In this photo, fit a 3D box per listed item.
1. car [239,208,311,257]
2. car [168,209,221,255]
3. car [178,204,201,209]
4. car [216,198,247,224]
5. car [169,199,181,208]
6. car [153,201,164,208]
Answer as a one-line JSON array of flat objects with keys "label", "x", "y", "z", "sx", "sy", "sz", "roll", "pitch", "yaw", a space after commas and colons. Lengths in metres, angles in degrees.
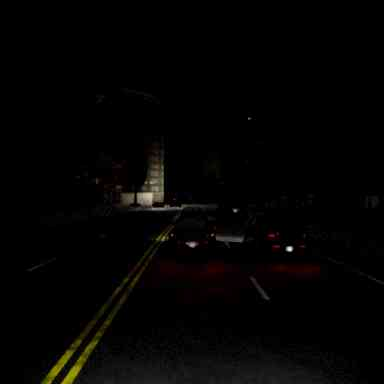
[{"label": "car", "x": 3.276, "y": 1.644, "z": 13.505, "sx": 1.837, "sy": 1.490, "sz": 4.892, "roll": 0, "pitch": 0, "yaw": 1}, {"label": "car", "x": 0.030, "y": 1.666, "z": 13.898, "sx": 1.812, "sy": 1.442, "sz": 4.674, "roll": 0, "pitch": 0, "yaw": 1}, {"label": "car", "x": 0.030, "y": 1.906, "z": 28.252, "sx": 1.895, "sy": 1.301, "sz": 4.718, "roll": 0, "pitch": -1, "yaw": 0}, {"label": "car", "x": 3.272, "y": 1.521, "z": 27.575, "sx": 2.150, "sy": 2.045, "sz": 5.566, "roll": 0, "pitch": 0, "yaw": 0}, {"label": "car", "x": -3.249, "y": 2.190, "z": 64.610, "sx": 2.097, "sy": 1.767, "sz": 4.553, "roll": 0, "pitch": -1, "yaw": 1}, {"label": "car", "x": -6.491, "y": 2.437, "z": 64.529, "sx": 1.895, "sy": 1.301, "sz": 4.718, "roll": 0, "pitch": -1, "yaw": 1}]
